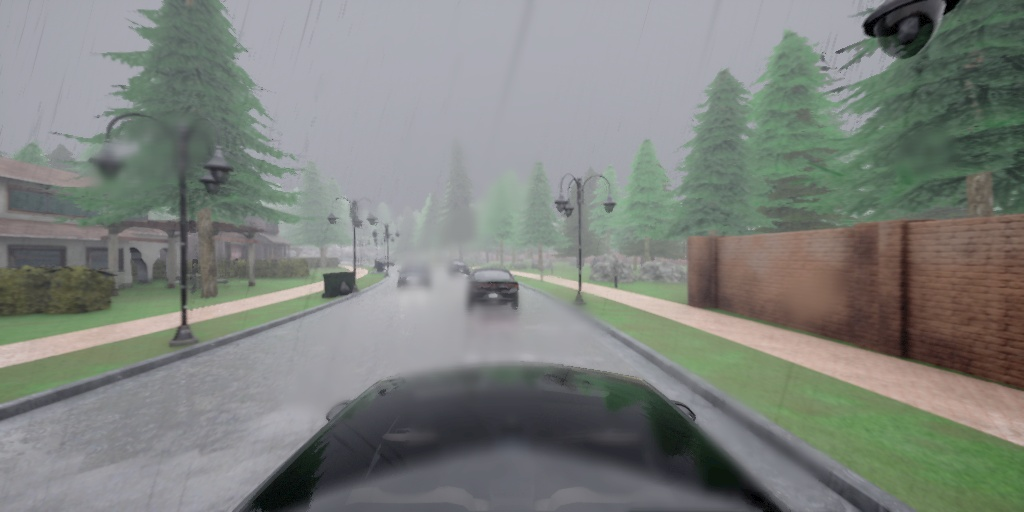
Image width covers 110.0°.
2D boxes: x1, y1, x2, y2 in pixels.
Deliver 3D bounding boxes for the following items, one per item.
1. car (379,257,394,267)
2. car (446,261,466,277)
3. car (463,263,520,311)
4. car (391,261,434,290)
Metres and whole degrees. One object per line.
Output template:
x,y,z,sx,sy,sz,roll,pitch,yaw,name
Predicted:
-21.150,0.947,60.650,2.097,1.767,4.553,0,0,-31,car
-5.134,1.162,34.363,1.812,1.442,4.674,0,0,-17,car
-0.859,1.179,14.310,1.882,1.535,5.008,0,0,-7,car
-5.806,1.182,21.879,2.128,1.511,4.902,0,0,-12,car
